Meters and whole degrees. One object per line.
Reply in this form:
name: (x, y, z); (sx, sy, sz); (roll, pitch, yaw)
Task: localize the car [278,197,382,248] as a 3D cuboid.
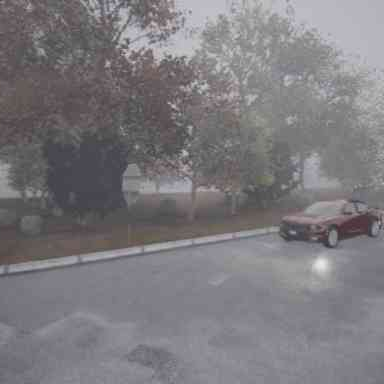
car: (5.337, 1.005, 12.615); (5.008, 1.535, 1.882); (-2, 3, -38)
